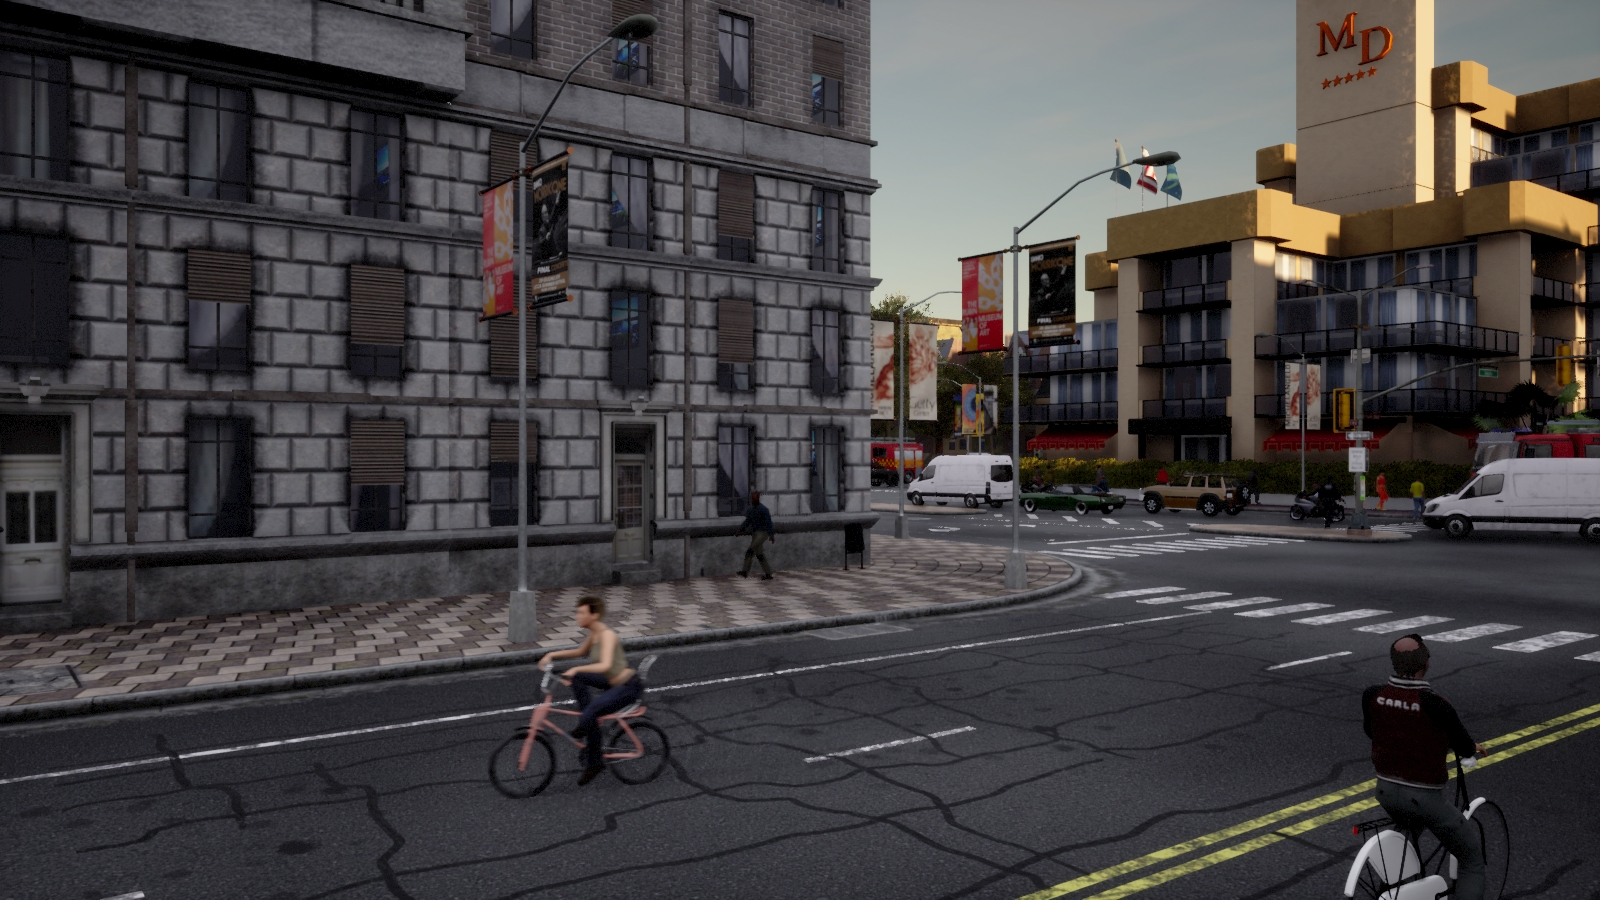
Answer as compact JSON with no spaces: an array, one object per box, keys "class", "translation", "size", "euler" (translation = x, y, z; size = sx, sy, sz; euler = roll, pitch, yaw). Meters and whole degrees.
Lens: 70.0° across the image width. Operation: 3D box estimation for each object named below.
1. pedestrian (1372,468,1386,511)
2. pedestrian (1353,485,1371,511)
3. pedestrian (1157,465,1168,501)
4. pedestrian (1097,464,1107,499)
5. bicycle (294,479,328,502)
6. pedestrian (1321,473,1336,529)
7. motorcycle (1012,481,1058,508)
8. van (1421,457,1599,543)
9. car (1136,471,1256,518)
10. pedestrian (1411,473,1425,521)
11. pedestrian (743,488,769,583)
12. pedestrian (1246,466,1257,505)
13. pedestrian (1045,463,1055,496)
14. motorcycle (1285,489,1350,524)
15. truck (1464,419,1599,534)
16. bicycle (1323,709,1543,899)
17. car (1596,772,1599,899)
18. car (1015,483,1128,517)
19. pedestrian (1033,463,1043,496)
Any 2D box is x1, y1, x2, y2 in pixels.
[{"class":"pedestrian","translation":[25.039,1.696,49.384],"size":[0.375,1.860,0.375],"euler":[0,0,-27]},{"class":"pedestrian","translation":[24.308,2.077,49.399],"size":[0.500,1.100,0.500],"euler":[0,0,-27]},{"class":"pedestrian","translation":[18.773,1.696,59.145],"size":[0.375,1.860,0.375],"euler":[0,0,-39]},{"class":"pedestrian","translation":[16.383,1.696,62.038],"size":[0.375,1.860,0.375],"euler":[0,0,-40]},{"class":"bicycle","translation":[-27.413,2.267,64.072],"size":[1.835,1.171,0.329],"euler":[4,-4,17]},{"class":"pedestrian","translation":[17.861,1.708,38.607],"size":[0.375,1.860,0.375],"euler":[0,0,37]},{"class":"motorcycle","translation":[11.640,2.205,56.539],"size":[0.867,1.251,2.209],"euler":[0,0,-37]},{"class":"van","translation":[23.178,1.534,36.384],"size":[5.915,2.561,1.988],"euler":[0,0,30]},{"class":"car","translation":[17.034,1.864,49.374],"size":[1.932,1.855,4.605],"euler":[0,0,-37]},{"class":"pedestrian","translation":[24.174,1.848,44.684],"size":[0.375,1.860,0.375],"euler":[0,0,-36]},{"class":"pedestrian","translation":[-0.872,1.696,22.782],"size":[0.375,1.860,0.375],"euler":[0,0,-38]},{"class":"pedestrian","translation":[21.707,1.698,54.877],"size":[0.375,1.860,0.375],"euler":[0,0,45]},{"class":"pedestrian","translation":[14.180,1.696,64.848],"size":[0.375,1.860,0.375],"euler":[0,0,-36]},{"class":"motorcycle","translation":[20.381,2.205,45.032],"size":[0.867,1.251,2.209],"euler":[0,0,-40]},{"class":"truck","translation":[28.058,0.890,39.405],"size":[8.468,3.827,2.891],"euler":[0,0,5]},{"class":"bicycle","translation":[3.626,2.210,6.476],"size":[1.835,1.171,0.329],"euler":[0,0,-35]},{"class":"car","translation":[4.999,1.754,3.274],"size":[6.274,2.098,2.390],"euler":[0,0,-34]},{"class":"car","translation":[11.885,2.155,50.351],"size":[1.895,1.301,4.718],"euler":[0,0,-37]},{"class":"pedestrian","translation":[13.637,1.696,65.439],"size":[0.375,1.860,0.375],"euler":[0,0,-39]}]
